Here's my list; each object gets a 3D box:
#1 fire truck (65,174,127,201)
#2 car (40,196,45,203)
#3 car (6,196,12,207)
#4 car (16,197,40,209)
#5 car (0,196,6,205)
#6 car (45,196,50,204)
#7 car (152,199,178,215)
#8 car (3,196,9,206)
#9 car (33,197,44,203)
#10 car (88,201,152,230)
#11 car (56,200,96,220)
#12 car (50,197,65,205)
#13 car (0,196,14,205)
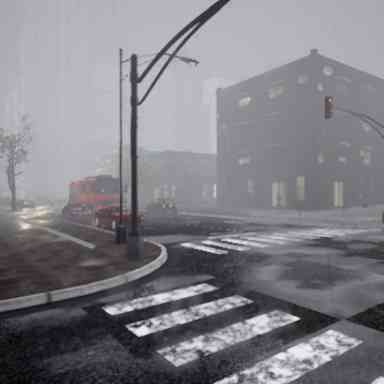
[{"bbox_3d":[-9.295,0.336,31.957,2.891,3.827,8.468,0,0,-35],"label":"fire truck"},{"bbox_3d":[-35.663,1.770,79.785,2.192,1.841,5.009,-1,0,-35],"label":"car"},{"bbox_3d":[-30.071,1.829,57.083,1.887,1.381,4.507,-1,0,-35],"label":"car"},{"bbox_3d":[-23.694,1.711,47.832,1.752,1.417,4.829,-1,0,-35],"label":"car"},{"bbox_3d":[-36.214,1.946,65.916,1.947,1.339,4.313,-1,0,-35],"label":"car"},{"bbox_3d":[-29.335,1.939,70.705,1.802,1.307,4.206,-1,0,-35],"label":"car"},{"bbox_3d":[-3.138,1.399,33.309,1.967,1.590,4.097,-1,0,-35],"label":"car"},{"bbox_3d":[-33.052,1.897,61.376,1.947,1.339,4.313,-1,0,-35],"label":"car"},{"bbox_3d":[-38.919,2.032,84.465,1.752,1.417,4.829,-1,0,-35],"label":"car"},{"bbox_3d":[-4.453,1.443,20.082,1.887,1.381,4.507,-1,0,-35],"label":"car"},{"bbox_3d":[-9.597,1.556,27.468,1.802,1.307,4.206,-1,0,-35],"label":"car"},{"bbox_3d":[-26.176,1.748,66.164,1.967,1.590,4.097,-1,0,-35],"label":"car"},{"bbox_3d":[-39.379,1.744,70.457,2.192,1.841,5.009,-1,0,-35],"label":"car"}]
